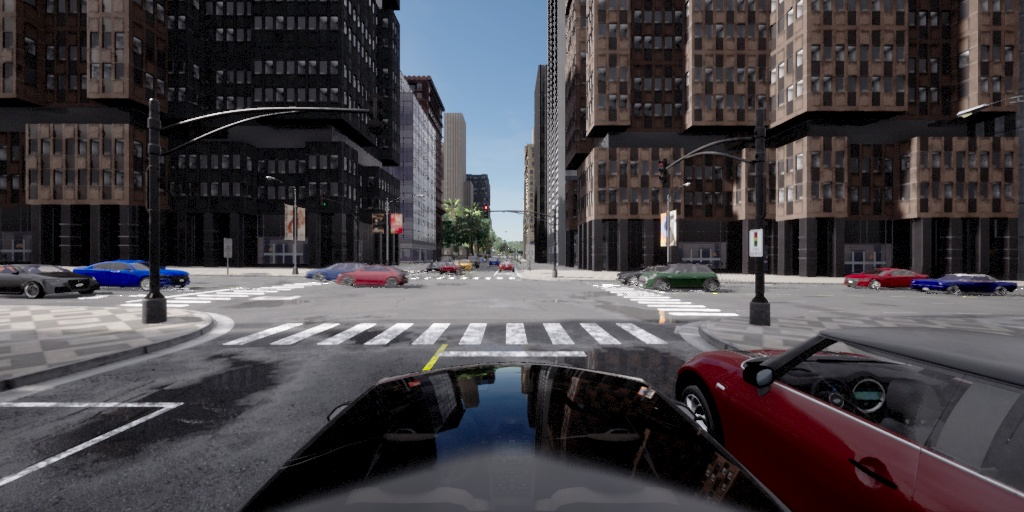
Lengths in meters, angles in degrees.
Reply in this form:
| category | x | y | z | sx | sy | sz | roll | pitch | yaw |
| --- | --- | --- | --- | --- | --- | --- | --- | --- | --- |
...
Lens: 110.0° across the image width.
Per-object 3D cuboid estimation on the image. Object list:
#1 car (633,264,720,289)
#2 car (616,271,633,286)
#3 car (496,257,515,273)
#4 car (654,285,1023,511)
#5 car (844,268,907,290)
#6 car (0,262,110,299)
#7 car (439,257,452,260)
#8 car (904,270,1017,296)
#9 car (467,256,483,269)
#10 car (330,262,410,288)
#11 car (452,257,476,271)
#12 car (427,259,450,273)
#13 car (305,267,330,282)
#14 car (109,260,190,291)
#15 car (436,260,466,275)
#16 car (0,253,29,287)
| category | x | y | z | sx | sy | sz | roll | pitch | yaw |
| --- | --- | --- | --- | --- | --- | --- | --- | --- | --- |
| car | 10.365 | 1.273 | 22.455 | 4.553 | 1.767 | 2.097 | 1 | 0 | 0 |
| car | 10.037 | 1.416 | 25.835 | 4.892 | 1.490 | 1.837 | 1 | 0 | 2 |
| car | -0.629 | 1.193 | 43.768 | 1.967 | 1.591 | 4.097 | 0 | 0 | 0 |
| car | 2.763 | 1.190 | 2.378 | 1.967 | 1.591 | 4.097 | 0 | 0 | 0 |
| car | 26.867 | 1.632 | 25.809 | 5.008 | 1.535 | 1.882 | 1 | 0 | 0 |
| car | -20.775 | 1.052 | 15.558 | 4.181 | 1.385 | 1.994 | 1 | 0 | 0 |
| car | -9.192 | 1.080 | 49.136 | 2.192 | 1.841 | 5.009 | 0 | 0 | 0 |
| car | 28.244 | 1.780 | 22.567 | 4.718 | 1.301 | 1.895 | 1 | 0 | 0 |
| car | -6.588 | 1.009 | 59.271 | 2.150 | 2.045 | 5.566 | 0 | 0 | 0 |
| car | -8.567 | 1.215 | 22.335 | 4.181 | 1.385 | 1.994 | 1 | 0 | 0 |
| car | -6.522 | 1.242 | 48.933 | 1.882 | 1.535 | 5.008 | 0 | 0 | 0 |
| car | -9.154 | 1.319 | 43.711 | 1.948 | 1.339 | 4.313 | 0 | 0 | 0 |
| car | -11.687 | 1.150 | 25.568 | 5.357 | 1.411 | 2.033 | 1 | 0 | 0 |
| car | -19.838 | 0.975 | 18.813 | 5.008 | 1.535 | 1.882 | 1 | 0 | 0 |
| car | -6.482 | 1.344 | 38.539 | 1.895 | 1.301 | 4.718 | 0 | 0 | 1 |
| car | -28.950 | 0.721 | 18.755 | 4.553 | 1.767 | 2.097 | 1 | 0 | 0 |
